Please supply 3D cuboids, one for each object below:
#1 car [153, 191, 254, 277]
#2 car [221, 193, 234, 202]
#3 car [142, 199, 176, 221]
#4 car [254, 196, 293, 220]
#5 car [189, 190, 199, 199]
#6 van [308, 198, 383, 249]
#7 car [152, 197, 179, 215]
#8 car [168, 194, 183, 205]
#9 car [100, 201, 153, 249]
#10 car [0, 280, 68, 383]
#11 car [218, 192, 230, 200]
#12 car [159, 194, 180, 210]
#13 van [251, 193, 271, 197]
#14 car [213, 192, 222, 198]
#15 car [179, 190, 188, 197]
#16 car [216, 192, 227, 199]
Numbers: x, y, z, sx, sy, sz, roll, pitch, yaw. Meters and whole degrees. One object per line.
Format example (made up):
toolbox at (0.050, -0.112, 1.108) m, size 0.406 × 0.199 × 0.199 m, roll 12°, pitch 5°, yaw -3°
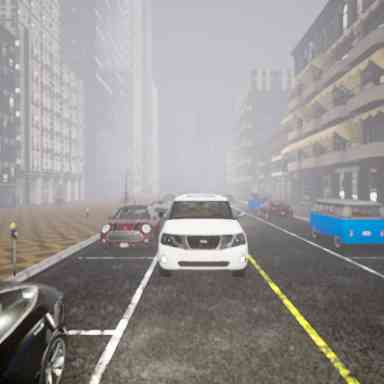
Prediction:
car at (0.266, 1.096, 10.231) m, size 2.150 × 2.045 × 5.566 m, roll 0°, pitch 1°, yaw 0°
car at (6.102, 0.896, 57.565) m, size 1.947 × 1.339 × 4.313 m, roll 0°, pitch 1°, yaw 0°
car at (-2.312, 1.258, 24.438) m, size 2.008 × 1.369 × 4.403 m, roll 0°, pitch 1°, yaw 0°
car at (6.069, 1.252, 24.429) m, size 1.887 × 1.381 × 4.507 m, roll 0°, pitch 1°, yaw 0°
car at (0.431, 0.500, 74.405) m, size 2.097 × 1.767 × 4.553 m, roll 0°, pitch 1°, yaw 0°
van at (6.057, 1.178, 13.383) m, size 1.690 × 1.788 × 3.998 m, roll 0°, pitch 1°, yaw 0°
car at (-2.307, 1.194, 29.961) m, size 2.008 × 1.369 × 4.403 m, roll 0°, pitch 1°, yaw 0°
car at (-2.290, 1.018, 46.529) m, size 1.947 × 1.339 × 4.313 m, roll 0°, pitch 1°, yaw 0°
car at (-2.324, 1.276, 13.393) m, size 1.967 × 1.590 × 4.097 m, roll 0°, pitch 1°, yaw 0°
car at (-2.334, 1.535, 2.349) m, size 1.947 × 1.339 × 4.313 m, roll 0°, pitch 1°, yaw 0°
car at (6.107, 0.793, 63.257) m, size 1.752 × 1.417 × 4.829 m, roll 0°, pitch 1°, yaw 0°
car at (-2.302, 1.019, 35.483) m, size 1.967 × 1.590 × 4.097 m, roll 0°, pitch 1°, yaw 0°
van at (6.074, 0.985, 29.949) m, size 1.690 × 1.788 × 3.998 m, roll 0°, pitch 1°, yaw 0°
car at (6.123, 0.638, 79.656) m, size 1.887 × 1.381 × 4.507 m, roll 0°, pitch 1°, yaw 0°
car at (-2.248, 0.293, 90.707) m, size 2.192 × 1.841 × 5.009 m, roll 0°, pitch 1°, yaw 0°
car at (6.112, 0.734, 68.780) m, size 1.752 × 1.417 × 4.829 m, roll 0°, pitch 1°, yaw 0°
